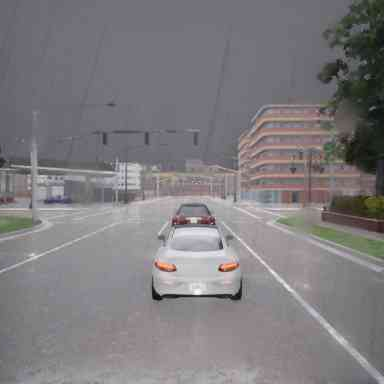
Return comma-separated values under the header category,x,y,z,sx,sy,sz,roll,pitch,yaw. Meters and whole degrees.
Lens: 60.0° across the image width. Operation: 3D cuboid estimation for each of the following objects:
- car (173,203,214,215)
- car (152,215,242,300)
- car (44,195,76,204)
category,x,y,z,sx,sy,sz,roll,pitch,yaw
car,0.081,1.352,17.225,2.097,1.767,4.553,0,0,0
car,0.095,1.526,8.232,1.812,1.442,4.674,0,0,0
car,-23.380,1.295,57.957,4.611,1.667,2.242,0,0,1
